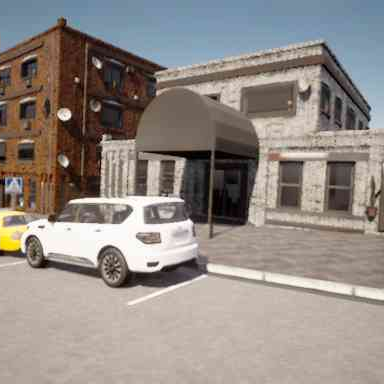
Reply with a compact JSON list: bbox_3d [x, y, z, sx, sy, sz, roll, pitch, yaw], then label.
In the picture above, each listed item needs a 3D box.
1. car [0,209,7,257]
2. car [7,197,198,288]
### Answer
[{"bbox_3d":[-7.171,1.420,12.639,5.366,1.575,1.946,0,0,36],"label":"car"},{"bbox_3d":[-2.443,1.172,9.263,5.566,2.045,2.435,0,0,35],"label":"car"}]
